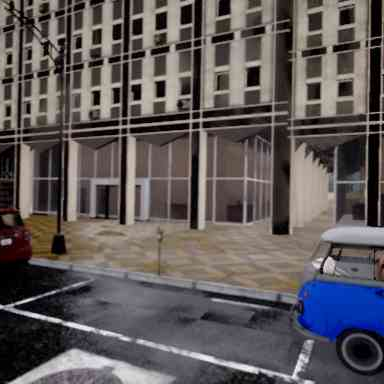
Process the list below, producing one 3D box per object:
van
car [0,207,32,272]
[{"bbox_3d":[3.448,1.421,4.313,3.998,1.788,1.690,0,0,26],"label":"van"},{"bbox_3d":[-6.756,1.307,9.322,5.009,1.841,2.192,0,0,26],"label":"car"}]
